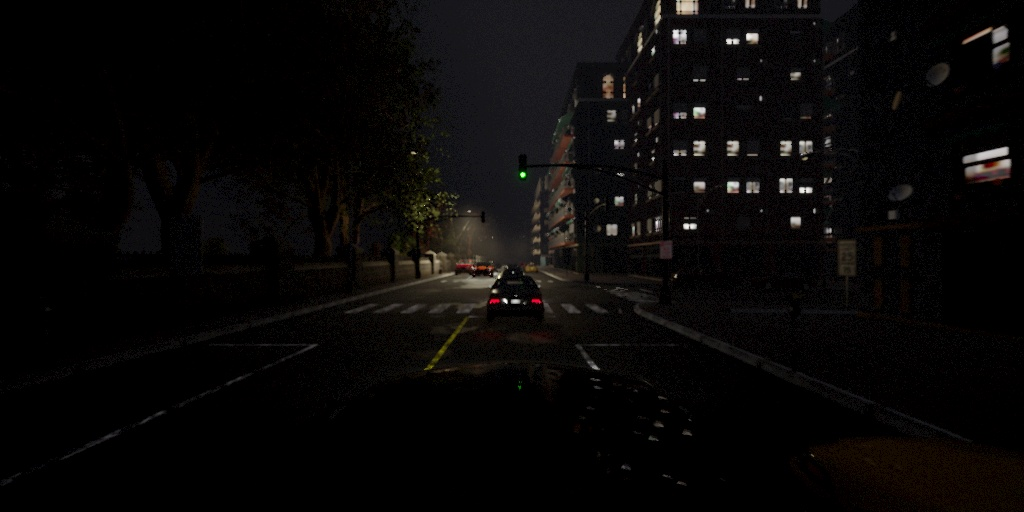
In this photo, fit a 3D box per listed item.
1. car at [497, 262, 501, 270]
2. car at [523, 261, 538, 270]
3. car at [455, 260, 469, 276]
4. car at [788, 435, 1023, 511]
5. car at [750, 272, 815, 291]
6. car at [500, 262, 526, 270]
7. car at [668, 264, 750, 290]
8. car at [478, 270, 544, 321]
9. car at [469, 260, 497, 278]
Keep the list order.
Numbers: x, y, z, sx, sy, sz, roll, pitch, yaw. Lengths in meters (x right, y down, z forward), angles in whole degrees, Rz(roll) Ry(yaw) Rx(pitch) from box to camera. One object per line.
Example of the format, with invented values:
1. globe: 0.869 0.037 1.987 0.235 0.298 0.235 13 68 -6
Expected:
1. car: -3.068 1.634 52.179 2.128 1.511 4.902 0 0 0
2. car: 2.700 1.644 49.446 1.751 1.417 4.829 0 0 0
3. car: -5.682 1.388 43.742 2.192 1.841 5.009 0 0 0
4. car: 2.691 1.264 0.347 1.751 1.417 4.829 0 0 0
5. car: 20.298 1.863 27.168 4.507 1.381 1.888 0 0 0
6. car: 0.106 1.581 36.756 1.994 1.385 4.181 0 0 0
7. car: 14.603 1.530 27.152 5.009 1.841 2.192 0 0 0
8. car: 0.101 1.381 12.873 2.033 1.411 5.357 0 0 0
9. car: -3.064 1.385 38.445 2.097 1.767 4.553 0 -1 0
